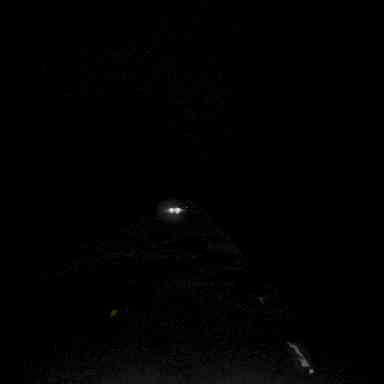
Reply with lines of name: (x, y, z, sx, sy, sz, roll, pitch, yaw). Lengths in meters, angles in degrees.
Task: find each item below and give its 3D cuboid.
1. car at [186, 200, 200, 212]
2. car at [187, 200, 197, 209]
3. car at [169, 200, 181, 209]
car: (0.094, 2.095, 46.498, 2.033, 1.411, 5.357, 0, -1, 0)
car: (-0.015, 2.212, 61.083, 1.882, 1.535, 5.008, 0, -1, 0)
car: (-3.058, 2.210, 59.955, 2.128, 1.511, 4.902, 0, -1, 1)
